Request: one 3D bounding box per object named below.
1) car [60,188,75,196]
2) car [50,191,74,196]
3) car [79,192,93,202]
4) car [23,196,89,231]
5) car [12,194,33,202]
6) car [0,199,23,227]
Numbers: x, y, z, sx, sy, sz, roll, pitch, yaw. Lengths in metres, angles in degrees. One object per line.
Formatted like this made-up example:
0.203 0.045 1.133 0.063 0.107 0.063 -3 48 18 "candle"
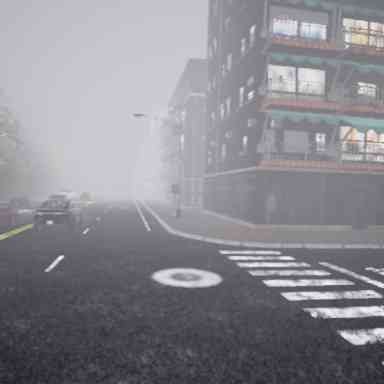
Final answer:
-20.913 0.393 55.210 2.150 2.045 5.566 2 0 -11 "car"
-13.667 0.970 33.916 1.837 1.490 4.892 2 0 -11 "car"
-17.706 0.790 55.684 1.837 1.490 4.892 2 0 -11 "car"
-7.153 1.200 18.088 2.128 1.511 4.902 2 0 -11 "car"
-16.826 0.946 33.140 1.994 1.385 4.181 2 0 -11 "car"
-10.407 1.223 16.704 1.895 1.301 4.718 2 0 -11 "car"
